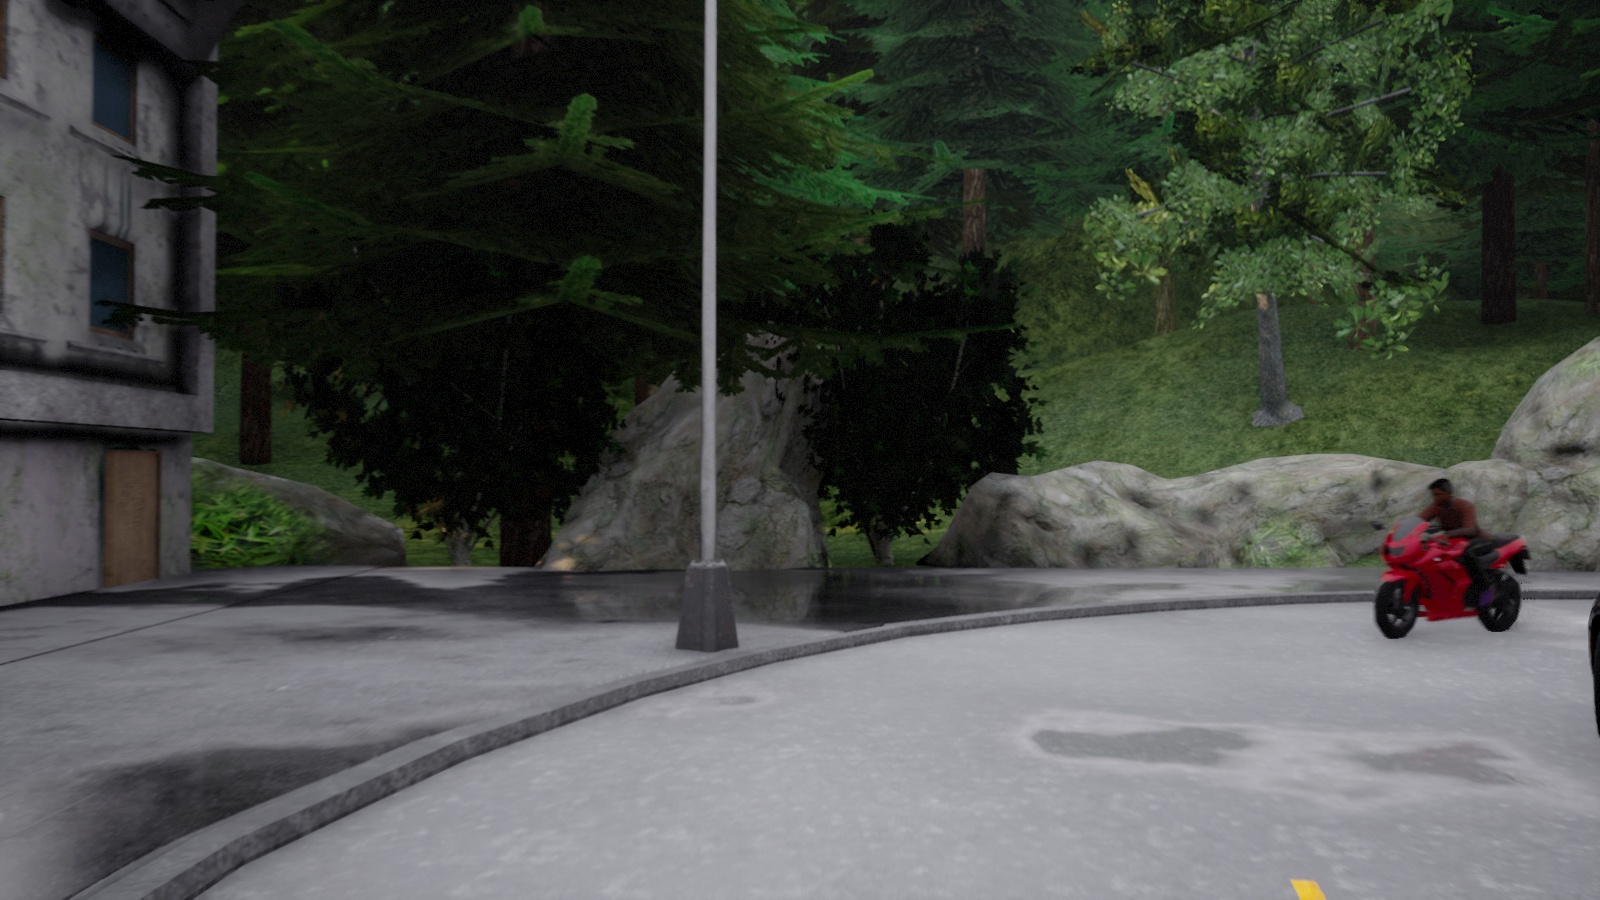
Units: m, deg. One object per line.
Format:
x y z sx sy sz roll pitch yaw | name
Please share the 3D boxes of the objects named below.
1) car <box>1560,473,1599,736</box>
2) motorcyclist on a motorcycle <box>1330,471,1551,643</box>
5.002 0.869 5.557 1.882 1.535 5.008 -1 -1 20 | car
6.185 0.979 12.115 2.044 1.523 0.797 0 0 -25 | motorcyclist on a motorcycle
